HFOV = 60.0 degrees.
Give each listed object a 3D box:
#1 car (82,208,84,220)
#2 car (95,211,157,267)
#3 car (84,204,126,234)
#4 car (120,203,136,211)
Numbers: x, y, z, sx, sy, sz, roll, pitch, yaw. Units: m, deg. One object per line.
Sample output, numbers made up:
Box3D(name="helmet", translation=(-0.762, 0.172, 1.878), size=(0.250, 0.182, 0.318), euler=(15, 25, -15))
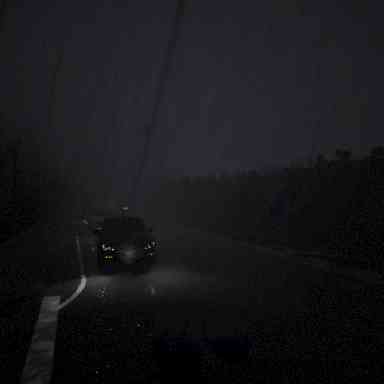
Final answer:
Box3D(name="car", translation=(-9.809, 2.006, 32.886), size=(1.994, 1.385, 4.181), euler=(0, -1, -20))
Box3D(name="car", translation=(-2.539, 1.671, 12.350), size=(1.837, 1.490, 4.892), euler=(0, -1, -16))
Box3D(name="car", translation=(-5.907, 1.774, 22.067), size=(1.882, 1.535, 5.008), euler=(0, -1, -20))
Box3D(name="car", translation=(-7.426, 1.951, 37.120), size=(2.128, 1.511, 4.902), euler=(0, -1, -19))
